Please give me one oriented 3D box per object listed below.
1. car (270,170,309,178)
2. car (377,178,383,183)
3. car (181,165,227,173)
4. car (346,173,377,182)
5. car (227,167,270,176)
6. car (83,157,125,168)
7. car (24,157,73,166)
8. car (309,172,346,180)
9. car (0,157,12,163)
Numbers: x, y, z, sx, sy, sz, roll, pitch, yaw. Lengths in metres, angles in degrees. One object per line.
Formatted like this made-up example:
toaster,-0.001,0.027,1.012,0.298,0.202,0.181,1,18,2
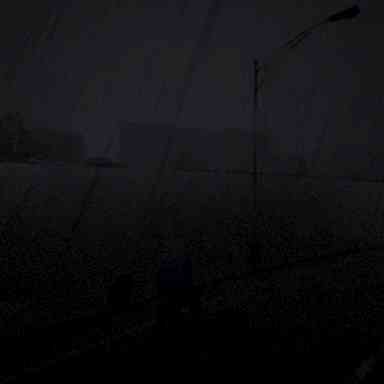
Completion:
car,11.720,-1.935,41.760,4.674,1.452,2.002,2,-5,-17
car,27.561,-1.250,47.305,4.792,1.488,2.163,3,-5,-21
car,1.102,-2.365,38.667,4.892,1.521,2.231,2,-5,-16
car,22.206,-1.651,45.305,4.553,1.767,2.185,3,-5,-19
car,6.412,-2.183,40.162,4.892,1.521,2.231,2,-5,-16
car,-9.428,-2.825,35.727,4.553,1.767,2.185,2,-5,-16
car,-14.717,-2.826,34.233,4.674,1.452,2.002,2,-5,-16
car,16.993,-1.754,43.477,5.008,1.535,2.097,2,-5,-18
car,-20.179,-3.163,32.715,4.553,1.767,2.185,2,-4,-16
